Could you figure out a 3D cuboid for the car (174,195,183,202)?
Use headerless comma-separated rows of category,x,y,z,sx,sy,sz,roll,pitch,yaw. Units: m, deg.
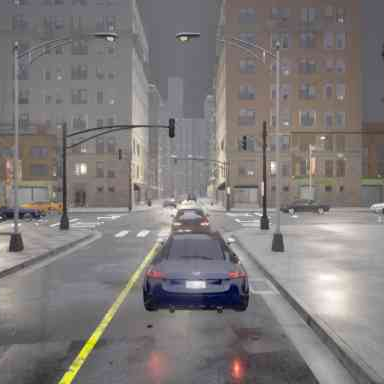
car,-3.076,1.543,77.449,1.837,1.490,4.892,0,0,0

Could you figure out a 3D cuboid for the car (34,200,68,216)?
car,-14.891,1.527,32.888,5.008,1.535,1.882,0,0,1

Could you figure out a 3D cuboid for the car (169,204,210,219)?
car,-0.085,1.525,16.469,1.812,1.442,4.674,0,0,-1

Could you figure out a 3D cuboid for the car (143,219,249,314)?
car,0.084,1.564,7.725,1.994,1.385,4.181,0,0,0

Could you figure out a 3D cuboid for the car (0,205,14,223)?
car,-15.221,1.616,23.124,4.181,1.385,1.994,0,0,0

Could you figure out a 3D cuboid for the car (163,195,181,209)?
car,-3.083,1.566,46.982,2.033,1.411,5.357,0,0,0

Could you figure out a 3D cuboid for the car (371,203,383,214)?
car,20.423,1.438,33.289,4.674,1.442,1.812,0,0,-1

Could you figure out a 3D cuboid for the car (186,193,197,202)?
car,-0.070,1.274,76.236,2.150,2.045,5.566,0,0,0

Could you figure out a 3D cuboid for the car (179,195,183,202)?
car,-3.090,1.387,62.611,2.097,1.767,4.553,0,0,0

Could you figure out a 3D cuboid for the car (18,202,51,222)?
car,-14.150,1.648,26.379,4.718,1.301,1.895,0,0,0

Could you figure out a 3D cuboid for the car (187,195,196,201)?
car,-0.103,1.583,86.624,2.128,1.511,4.902,0,0,0

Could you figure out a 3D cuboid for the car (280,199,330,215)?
car,11.161,1.449,33.236,4.892,1.490,1.837,0,0,0
